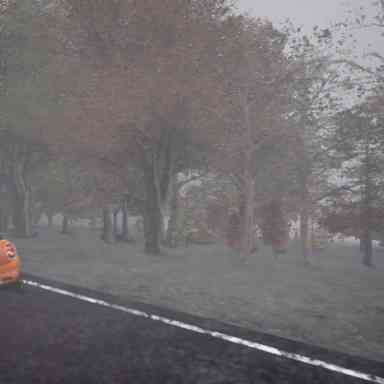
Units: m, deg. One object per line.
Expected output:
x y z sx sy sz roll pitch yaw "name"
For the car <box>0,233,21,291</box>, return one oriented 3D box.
-6.164 1.390 7.960 4.553 1.767 2.097 1 4 35 "car"
